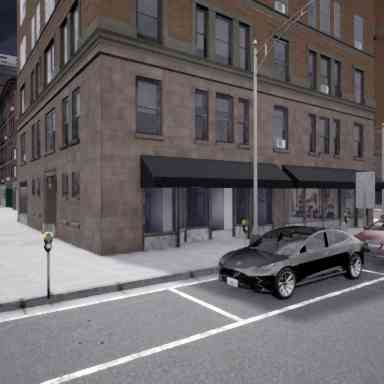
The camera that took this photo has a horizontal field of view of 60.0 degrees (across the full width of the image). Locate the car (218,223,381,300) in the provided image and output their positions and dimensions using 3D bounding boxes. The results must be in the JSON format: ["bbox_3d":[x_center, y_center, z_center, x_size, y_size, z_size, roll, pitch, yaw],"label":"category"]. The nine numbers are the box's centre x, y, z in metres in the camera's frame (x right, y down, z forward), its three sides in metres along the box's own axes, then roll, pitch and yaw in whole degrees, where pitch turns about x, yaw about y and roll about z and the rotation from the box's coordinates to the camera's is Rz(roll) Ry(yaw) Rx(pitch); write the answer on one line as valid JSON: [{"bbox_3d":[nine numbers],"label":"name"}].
[{"bbox_3d":[2.642,1.565,8.411,4.313,1.339,1.947,0,0,-35],"label":"car"}]

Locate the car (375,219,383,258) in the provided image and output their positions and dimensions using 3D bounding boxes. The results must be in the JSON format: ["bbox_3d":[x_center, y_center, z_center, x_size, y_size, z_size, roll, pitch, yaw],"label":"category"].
[{"bbox_3d":[7.124,1.582,11.602,4.206,1.307,1.802,0,0,-35],"label":"car"}]
